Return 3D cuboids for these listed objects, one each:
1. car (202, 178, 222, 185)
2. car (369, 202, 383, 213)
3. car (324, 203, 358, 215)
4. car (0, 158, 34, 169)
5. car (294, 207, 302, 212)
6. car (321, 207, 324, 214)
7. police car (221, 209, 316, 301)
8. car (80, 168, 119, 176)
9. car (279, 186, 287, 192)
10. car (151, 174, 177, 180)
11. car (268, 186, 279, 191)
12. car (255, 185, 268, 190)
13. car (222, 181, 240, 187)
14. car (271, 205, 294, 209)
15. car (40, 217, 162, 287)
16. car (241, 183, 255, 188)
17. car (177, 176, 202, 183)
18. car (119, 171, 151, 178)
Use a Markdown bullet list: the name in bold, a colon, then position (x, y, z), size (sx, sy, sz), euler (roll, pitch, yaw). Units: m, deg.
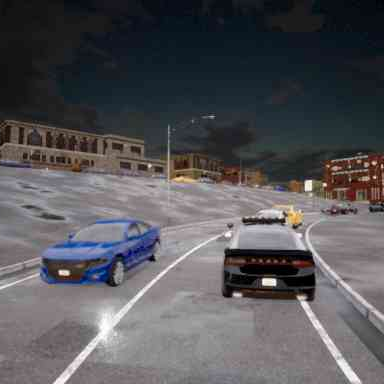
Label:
- **car**: position (2.778, -1.836, 63.058), size (4.553, 1.767, 2.185), euler (4, -6, -43)
- **car**: position (27.916, 2.254, 49.009), size (4.902, 1.511, 2.128), euler (2, -4, -39)
- **car**: position (18.842, 2.075, 41.349), size (4.674, 1.442, 1.812), euler (1, -4, -40)
- **car**: position (-22.139, -3.296, 41.358), size (4.553, 1.767, 2.185), euler (3, -5, -40)
- **car**: position (6.434, 1.662, 23.046), size (1.882, 1.535, 5.008), euler (-2, -2, 25)
- **car**: position (20.197, 2.321, 47.356), size (4.902, 1.511, 2.128), euler (1, -4, -40)
- **police car**: position (1.855, 1.456, 8.623), size (1.930, 1.638, 5.238), euler (-1, 0, 10)
- **car**: position (-13.745, -2.738, 48.355), size (4.892, 1.521, 2.231), euler (3, -5, -40)
- **car**: position (21.737, -0.428, 83.485), size (2.435, 2.045, 5.566), euler (-3, -6, 40)
- **car**: position (-5.332, -2.211, 55.528), size (4.674, 1.452, 2.002), euler (4, -5, -41)
- **car**: position (18.094, -0.651, 79.222), size (2.185, 1.767, 4.553), euler (-4, -6, 41)
- **car**: position (14.358, -0.849, 75.004), size (2.231, 1.521, 4.892), euler (-4, -6, 43)
- **car**: position (6.838, -1.392, 67.077), size (4.792, 1.488, 2.163), euler (4, -6, -45)
- **car**: position (4.256, 1.641, 17.747), size (1.812, 1.442, 4.674), euler (-1, -1, 19)
- **car**: position (-2.373, 1.565, 9.902), size (1.882, 1.535, 5.008), euler (-1, -1, 12)
- **car**: position (10.674, -1.097, 71.034), size (2.002, 1.452, 4.674), euler (-4, -6, 44)
- **car**: position (-1.228, -1.984, 59.255), size (5.008, 1.535, 2.097), euler (4, -6, -42)
- **car**: position (-9.515, -2.507, 51.895), size (4.892, 1.521, 2.231), euler (3, -5, -40)
